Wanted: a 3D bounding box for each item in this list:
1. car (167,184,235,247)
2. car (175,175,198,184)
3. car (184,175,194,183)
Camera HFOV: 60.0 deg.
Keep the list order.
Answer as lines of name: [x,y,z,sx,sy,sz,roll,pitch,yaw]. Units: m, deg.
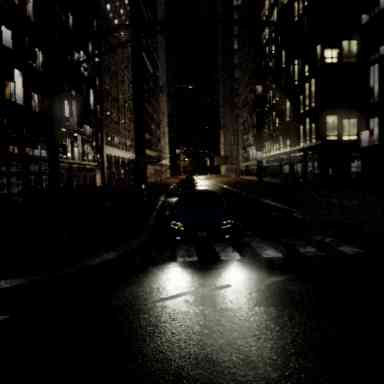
car: [0.252,0.694,11.241,1.882,1.535,5.008,-1,3,-1]
car: [-0.510,-0.518,31.257,1.882,1.535,5.008,-2,4,-2]
car: [-0.531,-2.510,63.898,1.812,1.442,4.674,-1,4,1]
